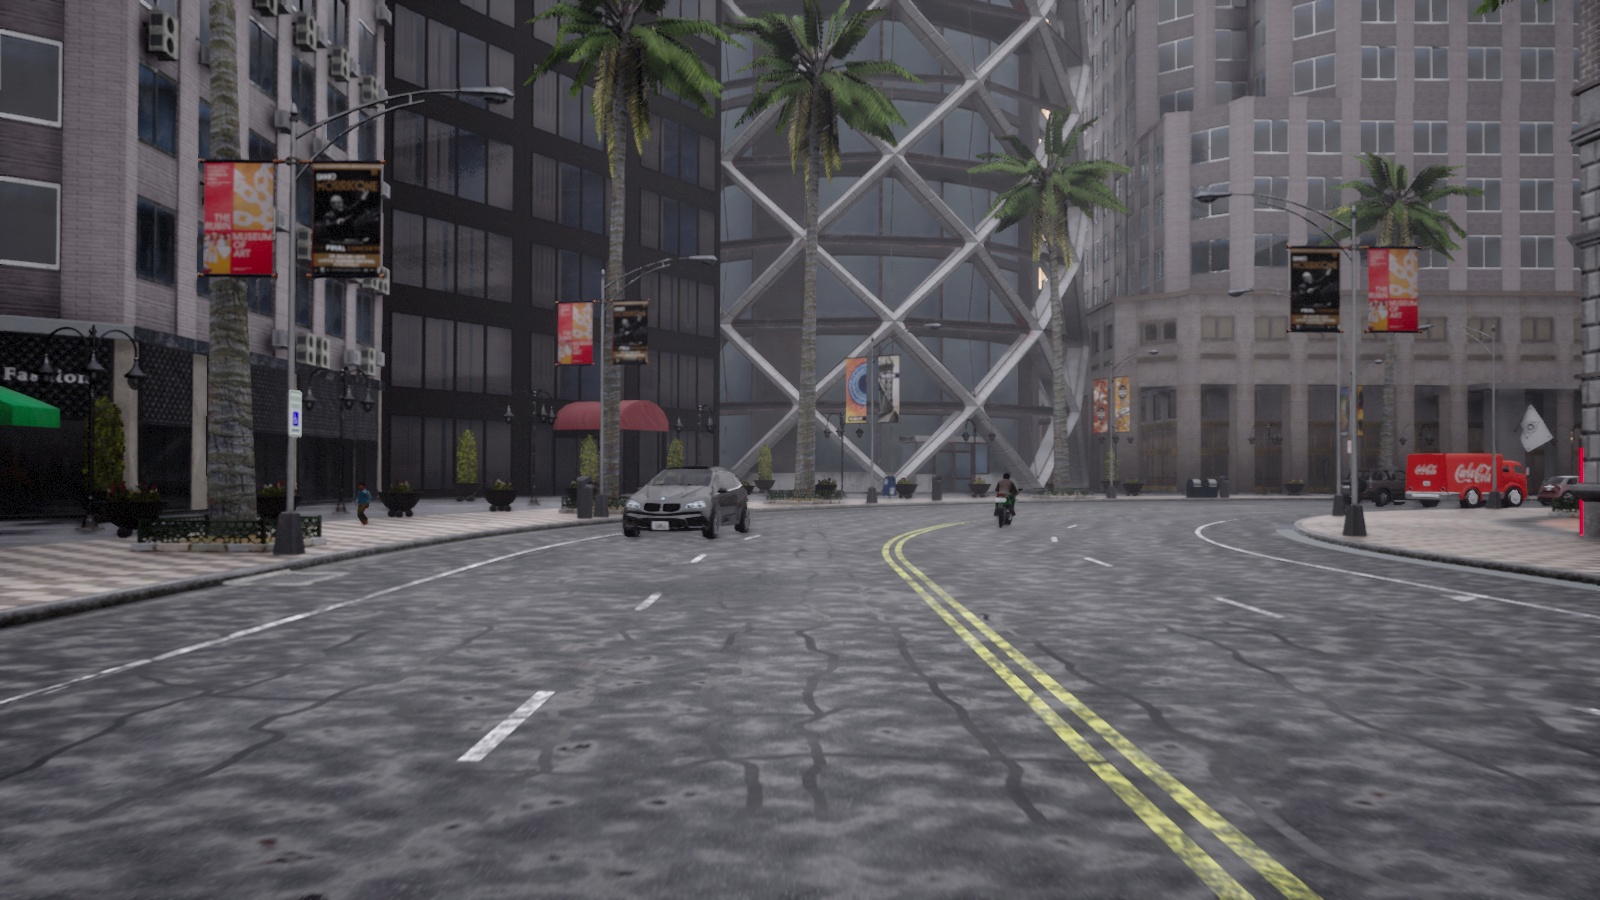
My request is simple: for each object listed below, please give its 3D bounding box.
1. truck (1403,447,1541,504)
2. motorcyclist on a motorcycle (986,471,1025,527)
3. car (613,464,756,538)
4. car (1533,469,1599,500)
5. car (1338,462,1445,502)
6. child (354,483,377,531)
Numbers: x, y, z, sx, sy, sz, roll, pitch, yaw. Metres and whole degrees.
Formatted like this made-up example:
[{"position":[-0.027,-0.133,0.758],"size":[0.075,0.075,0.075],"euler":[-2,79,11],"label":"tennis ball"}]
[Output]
[{"position":[30.312,1.156,56.721],"size":[5.204,2.467,2.627],"euler":[0,-1,-19],"label":"truck"},{"position":[5.880,1.373,35.836],"size":[0.797,1.523,2.044],"euler":[0,-1,18],"label":"motorcyclist on a motorcycle"},{"position":[-2.694,1.181,30.569],"size":[2.242,1.667,4.611],"euler":[0,-1,12],"label":"car"},{"position":[38.359,1.656,61.488],"size":[3.806,1.475,1.970],"euler":[0,-1,-4],"label":"car"},{"position":[28.082,1.518,59.668],"size":[4.605,1.855,1.932],"euler":[0,-1,-21],"label":"car"},{"position":[-10.929,1.424,31.580],"size":[0.343,1.192,0.448],"euler":[-1,-1,23],"label":"child"}]
